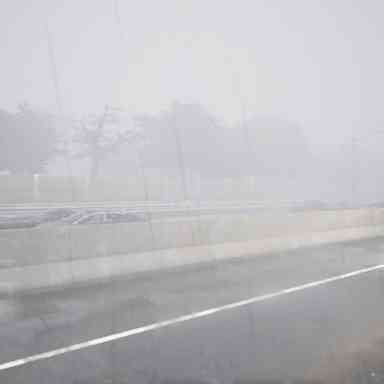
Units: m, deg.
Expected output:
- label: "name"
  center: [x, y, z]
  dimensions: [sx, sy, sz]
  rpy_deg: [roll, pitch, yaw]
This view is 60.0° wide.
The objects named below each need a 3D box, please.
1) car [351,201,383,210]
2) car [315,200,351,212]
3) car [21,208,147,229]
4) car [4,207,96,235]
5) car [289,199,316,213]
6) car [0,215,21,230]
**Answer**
- label: "car"
  center: [15.869, 1.513, 28.072]
  dimensions: [4.892, 1.490, 1.837]
  rpy_deg: [0, 0, -35]
- label: "car"
  center: [13.829, 1.571, 30.915]
  dimensions: [4.181, 1.385, 1.994]
  rpy_deg: [0, 0, -35]
- label: "car"
  center: [-4.164, 1.491, 13.910]
  dimensions: [4.902, 1.511, 2.128]
  rpy_deg: [0, 0, -35]
- label: "car"
  center: [-8.283, 1.600, 19.571]
  dimensions: [4.718, 1.301, 1.895]
  rpy_deg: [0, 0, -35]
- label: "car"
  center: [11.968, 1.485, 33.881]
  dimensions: [5.008, 1.535, 1.882]
  rpy_deg: [0, 0, -35]
- label: "car"
  center: [-7.138, 1.600, 16.091]
  dimensions: [4.718, 1.301, 1.895]
  rpy_deg: [0, 0, -35]
